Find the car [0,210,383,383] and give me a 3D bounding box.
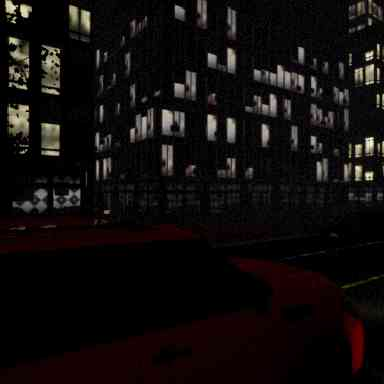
[{"bbox_3d":[-0.819,1.224,2.848,5.566,2.045,2.150,0,0,-36],"label":"car"}]
